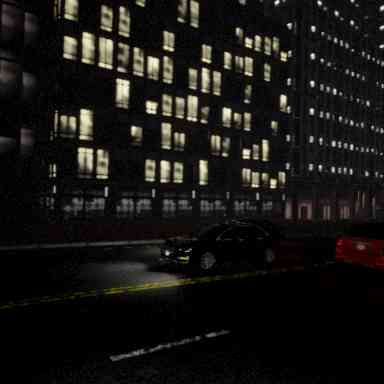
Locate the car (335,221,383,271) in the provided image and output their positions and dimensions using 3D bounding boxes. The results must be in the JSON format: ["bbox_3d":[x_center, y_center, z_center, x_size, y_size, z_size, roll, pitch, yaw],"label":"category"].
[{"bbox_3d":[7.299,1.927,12.140,4.553,1.767,2.097,3,-2,-34],"label":"car"}]

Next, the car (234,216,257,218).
[{"bbox_3d":[2.626,2.008,17.057,5.008,1.535,1.882,3,-2,-34],"label":"car"}]

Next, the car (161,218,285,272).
[{"bbox_3d":[1.206,1.854,12.134,4.892,1.490,1.837,3,-2,-34],"label":"car"}]
